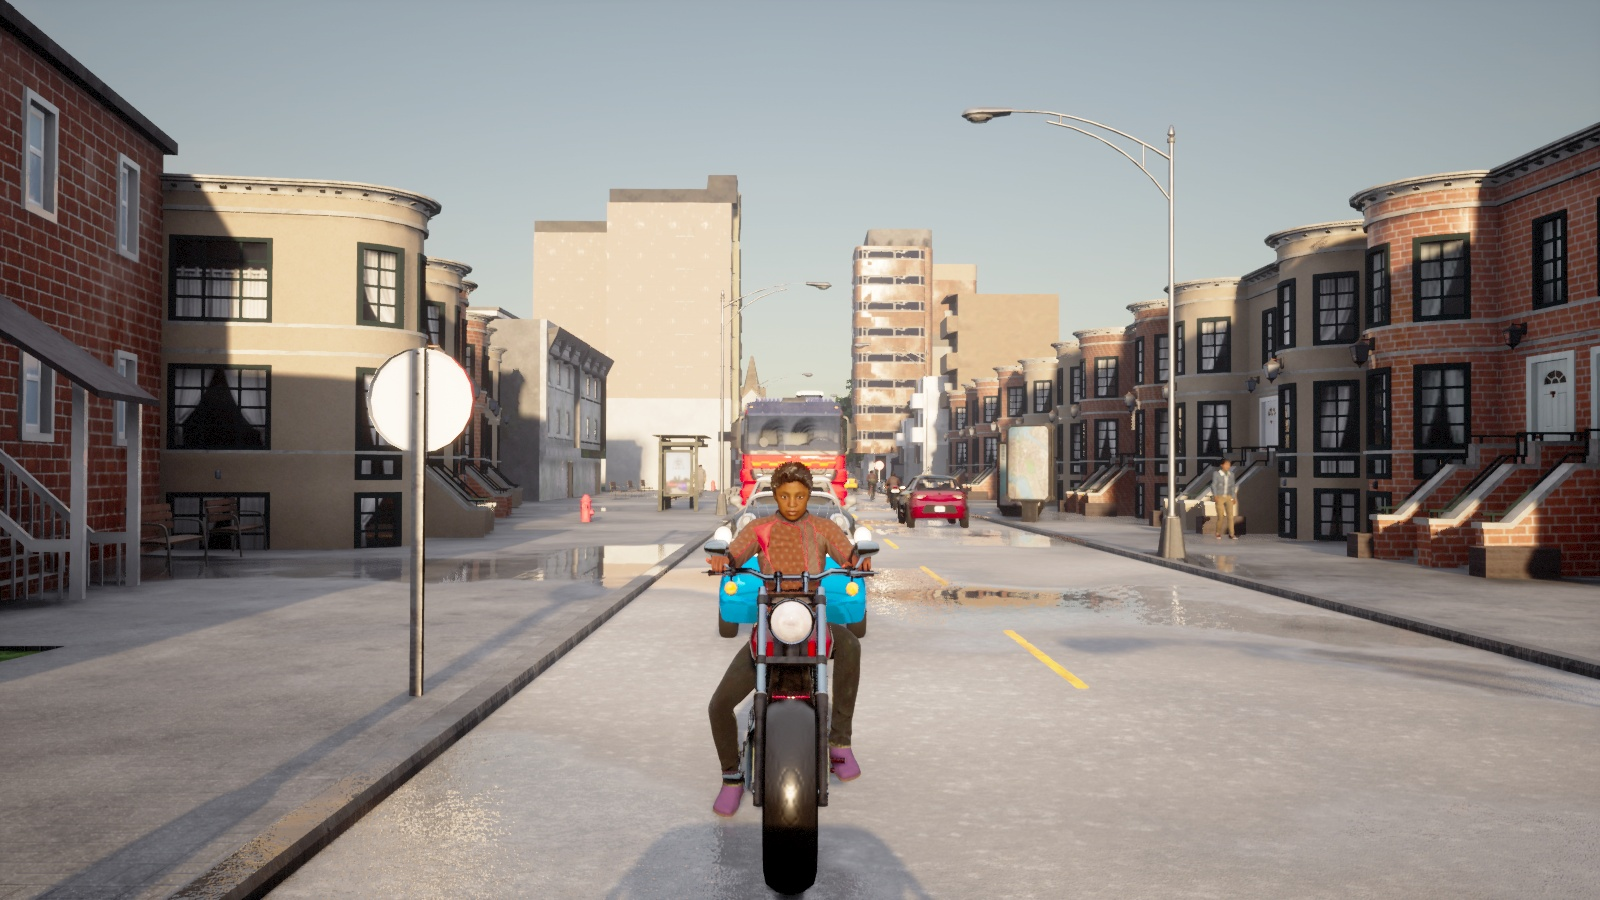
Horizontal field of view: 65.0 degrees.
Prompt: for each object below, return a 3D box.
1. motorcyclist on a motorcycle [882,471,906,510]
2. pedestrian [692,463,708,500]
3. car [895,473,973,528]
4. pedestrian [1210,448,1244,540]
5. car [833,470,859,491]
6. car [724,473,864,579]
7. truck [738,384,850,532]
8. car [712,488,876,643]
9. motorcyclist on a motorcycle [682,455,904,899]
[{"bbox_3d":[3.765,1.630,50.617,0.797,1.523,2.044,0,-1,0],"label":"motorcyclist on a motorcycle"},{"bbox_3d":[-5.295,1.664,66.785,0.659,1.952,0.873,0,-1,9],"label":"pedestrian"},{"bbox_3d":[3.829,1.425,36.535,1.816,1.474,4.193,0,-1,0],"label":"car"},{"bbox_3d":[9.239,0.943,27.184,0.423,1.949,0.788,0,-1,-1],"label":"pedestrian"},{"bbox_3d":[3.510,2.365,97.038,1.801,1.575,5.366,0,-1,0],"label":"car"},{"bbox_3d":[-0.096,1.109,19.632,1.970,1.475,3.806,0,-1,0],"label":"car"},{"bbox_3d":[-0.177,0.265,36.843,2.891,3.827,8.468,0,-1,0],"label":"truck"},{"bbox_3d":[-0.062,1.078,12.451,1.481,1.376,2.207,0,-1,0],"label":"car"},{"bbox_3d":[-0.031,0.858,5.541,0.766,1.649,2.350,0,-1,0],"label":"motorcyclist on a motorcycle"}]
